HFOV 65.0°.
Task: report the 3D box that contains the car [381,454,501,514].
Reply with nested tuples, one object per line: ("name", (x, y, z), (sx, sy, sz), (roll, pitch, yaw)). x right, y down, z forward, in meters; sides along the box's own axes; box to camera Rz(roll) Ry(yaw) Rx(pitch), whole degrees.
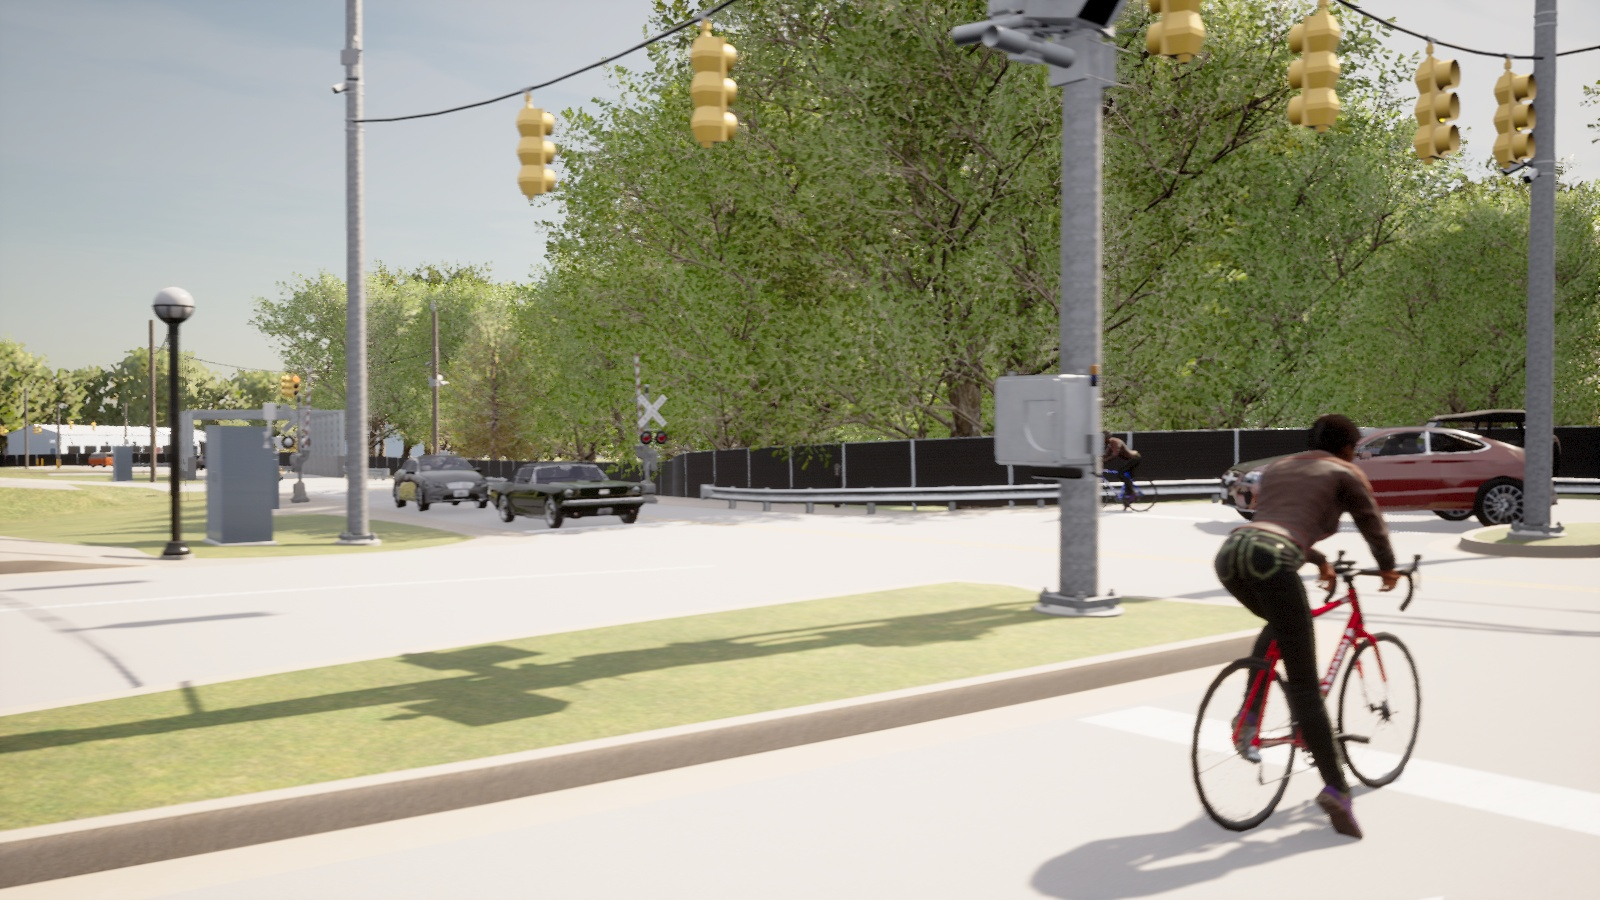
("car", (-10.219, 0.914, 35.465), (2.128, 1.511, 4.902), (-2, 0, -29))

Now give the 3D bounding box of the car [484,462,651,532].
("car", (-5.078, 0.955, 26.903), (1.895, 1.301, 4.718), (-2, 0, -32))

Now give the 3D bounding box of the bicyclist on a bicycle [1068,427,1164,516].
("bicyclist on a bicycle", (6.116, 0.409, 24.340), (1.656, 1.620, 0.582), (-3, 1, -3))

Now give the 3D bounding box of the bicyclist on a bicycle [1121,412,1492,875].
("bicyclist on a bicycle", (2.107, 0.668, 5.130), (1.656, 1.620, 0.582), (-2, 0, -36))

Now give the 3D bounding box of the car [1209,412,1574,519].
("car", (9.579, 0.237, 20.756), (5.027, 1.651, 2.152), (0, 1, 6))

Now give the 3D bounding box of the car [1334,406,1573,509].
("car", (12.517, 0.124, 24.341), (3.866, 1.878, 1.905), (-1, 1, 19))
